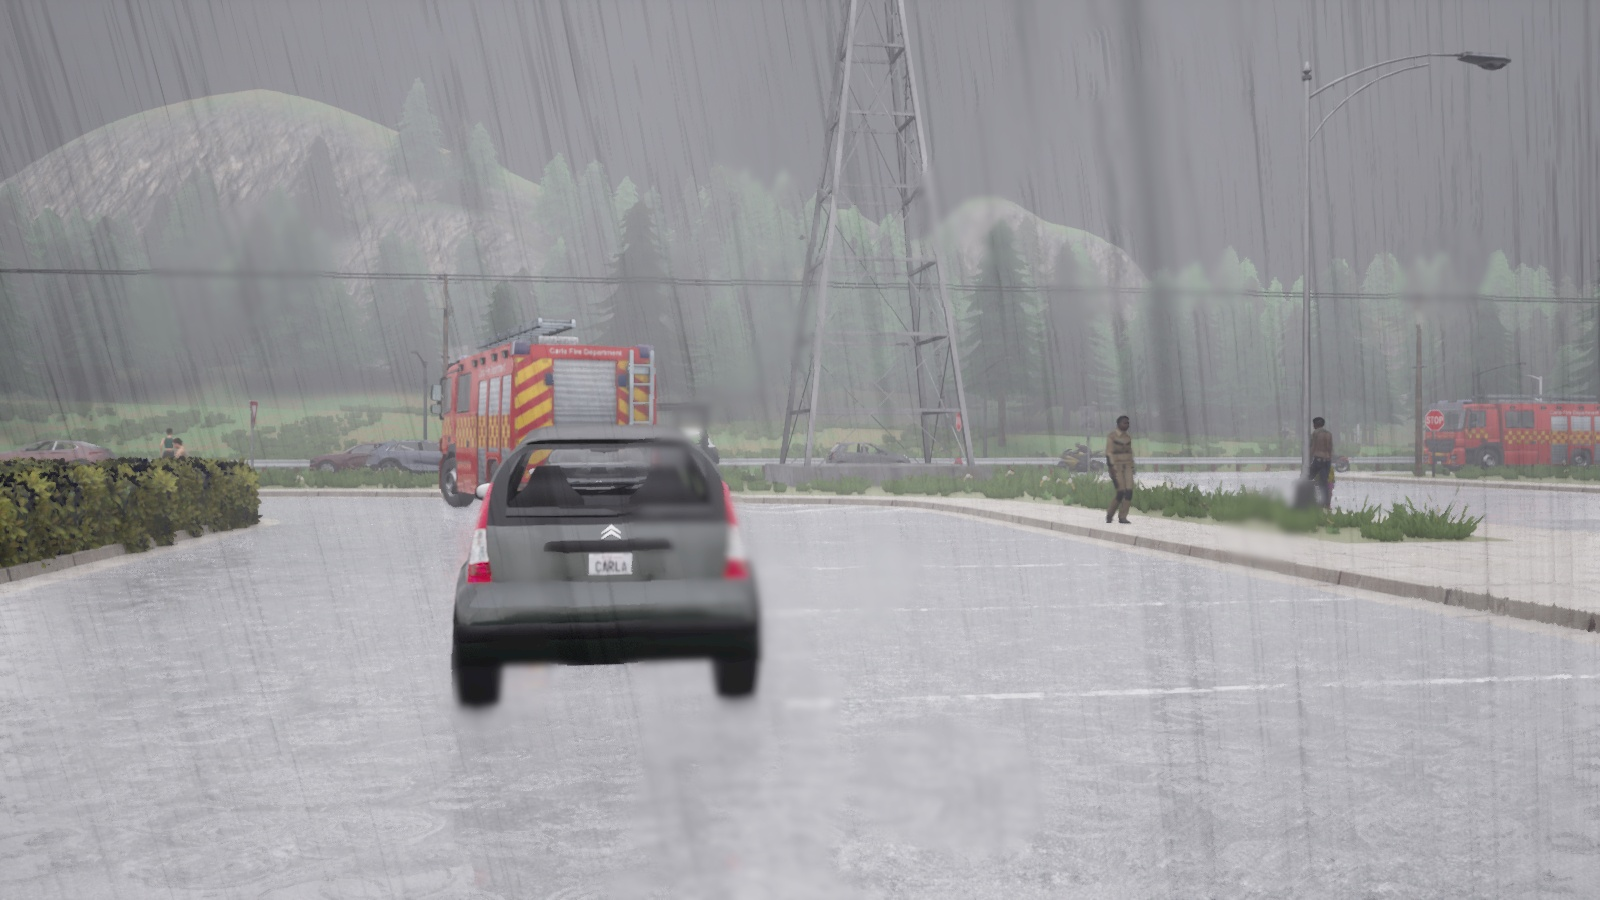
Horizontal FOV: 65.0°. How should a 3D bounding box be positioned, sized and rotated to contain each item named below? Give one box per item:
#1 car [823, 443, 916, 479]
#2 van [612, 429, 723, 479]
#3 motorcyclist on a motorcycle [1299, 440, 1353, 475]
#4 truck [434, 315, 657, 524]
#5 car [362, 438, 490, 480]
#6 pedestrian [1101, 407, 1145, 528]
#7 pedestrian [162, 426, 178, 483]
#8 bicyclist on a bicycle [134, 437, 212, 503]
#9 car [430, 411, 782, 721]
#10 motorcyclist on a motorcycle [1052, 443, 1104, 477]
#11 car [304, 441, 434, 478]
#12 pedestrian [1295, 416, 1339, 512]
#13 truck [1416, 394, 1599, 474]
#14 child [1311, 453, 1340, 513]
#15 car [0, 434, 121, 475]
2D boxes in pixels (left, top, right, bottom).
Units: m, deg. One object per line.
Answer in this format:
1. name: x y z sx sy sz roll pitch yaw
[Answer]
1. car: 2.953 0.439 53.792 3.633 1.501 1.845 0 0 -9
2. van: -5.565 0.149 52.454 4.480 2.038 2.069 0 0 -9
3. motorcyclist on a motorcycle: 25.497 0.354 60.874 2.350 1.649 0.766 0 0 -9
4. truck: -5.841 -0.588 27.437 2.891 3.827 8.468 0 0 -25
5. car: -15.107 0.356 50.980 4.856 1.649 2.033 0 0 -12
6. pedestrian: 5.245 0.284 20.402 0.396 1.930 0.692 0 0 -16
7. pedestrian: -20.398 0.138 40.649 0.345 1.836 0.594 0 0 -16
8. bicyclist on a bicycle: -15.646 0.480 31.354 1.509 1.612 0.866 0 0 -3
9. car: -1.340 0.592 8.670 1.851 1.617 3.988 0 0 -9
10. motorcyclist on a motorcycle: 12.724 0.447 57.497 2.191 1.530 0.866 0 2 30
11. car: -18.454 0.382 53.974 5.008 1.535 1.882 -1 0 -9
12. pedestrian: 9.903 0.266 24.058 0.328 1.805 0.869 0 0 -13
13. truck: 35.391 -0.760 62.421 8.468 3.827 2.891 0 0 -9
14. child: 10.382 0.642 24.806 0.299 1.160 0.473 0 0 -12
15. car: -31.190 0.183 51.973 5.027 1.651 2.152 0 0 -9
